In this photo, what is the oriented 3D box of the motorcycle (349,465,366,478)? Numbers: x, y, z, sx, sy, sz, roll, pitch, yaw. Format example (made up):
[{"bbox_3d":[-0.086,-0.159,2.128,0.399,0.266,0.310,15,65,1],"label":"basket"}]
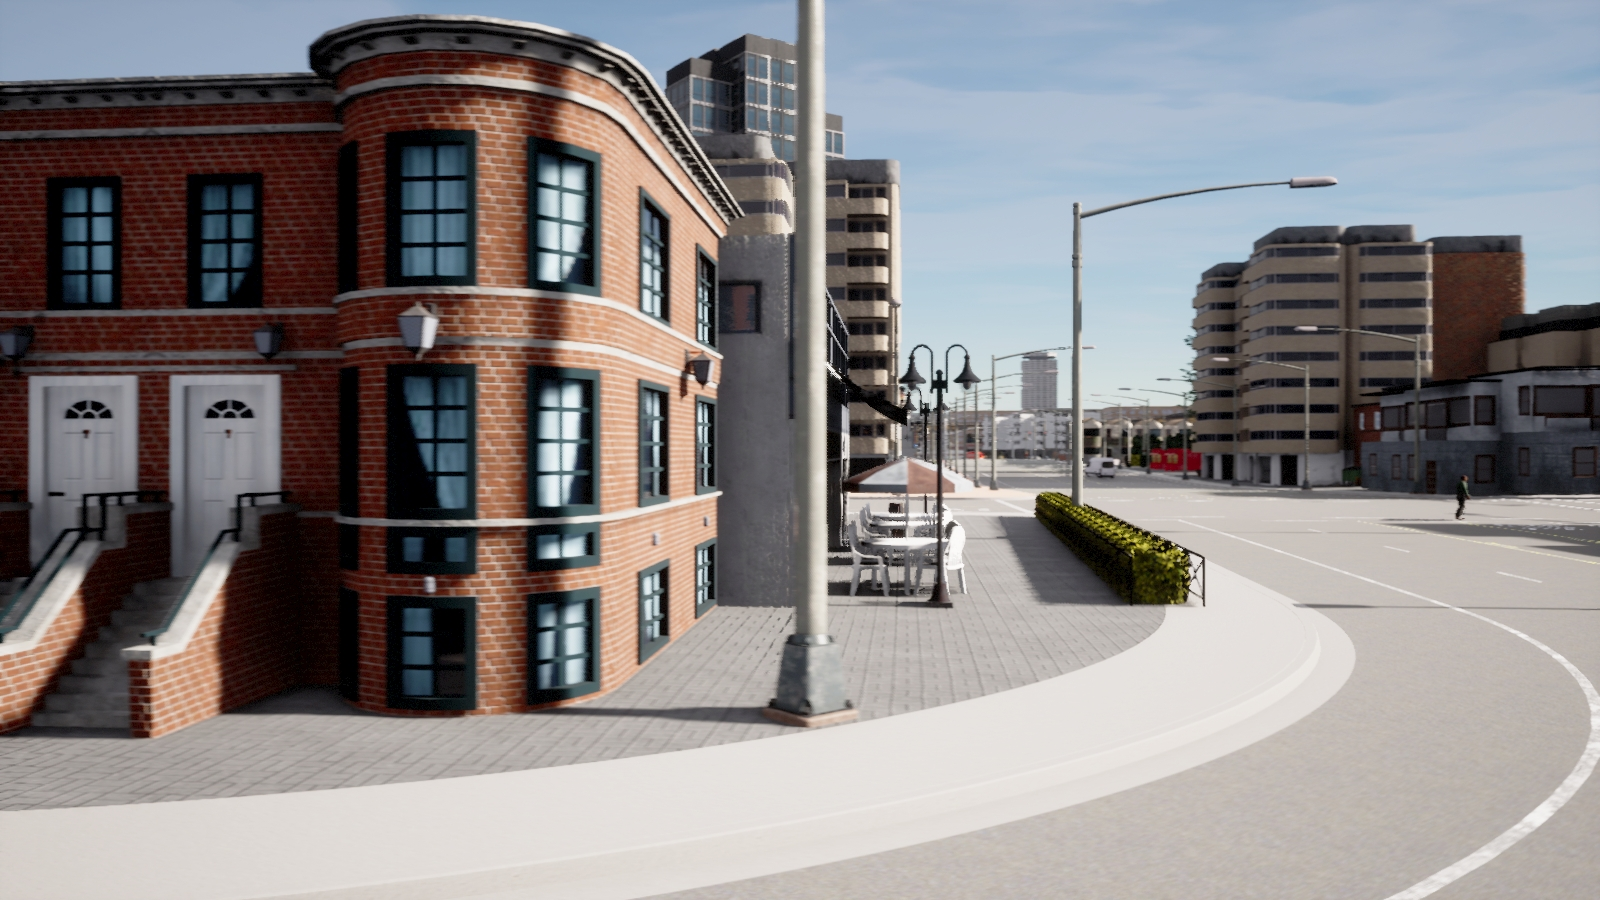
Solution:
[{"bbox_3d":[-47.243,2.291,122.001,0.764,1.277,2.356,0,0,7],"label":"motorcycle"}]

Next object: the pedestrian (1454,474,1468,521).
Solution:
[{"bbox_3d":[26.302,1.882,45.449,0.375,1.860,0.375,0,0,7],"label":"pedestrian"}]

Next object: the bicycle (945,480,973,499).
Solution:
[{"bbox_3d":[9.353,2.308,67.378,1.643,1.103,0.373,0,-1,-20],"label":"bicycle"}]
